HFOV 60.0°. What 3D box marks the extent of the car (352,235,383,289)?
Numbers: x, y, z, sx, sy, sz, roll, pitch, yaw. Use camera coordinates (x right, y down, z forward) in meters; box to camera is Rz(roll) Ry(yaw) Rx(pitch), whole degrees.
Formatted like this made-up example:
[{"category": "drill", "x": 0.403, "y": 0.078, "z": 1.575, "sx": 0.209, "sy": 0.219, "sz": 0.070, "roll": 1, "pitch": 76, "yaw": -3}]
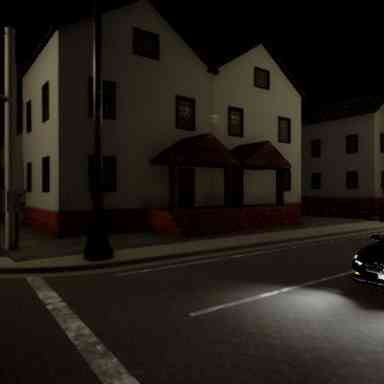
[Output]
[{"category": "car", "x": 5.860, "y": 1.469, "z": 8.175, "sx": 4.892, "sy": 1.490, "sz": 1.837, "roll": 0, "pitch": 0, "yaw": -36}]
